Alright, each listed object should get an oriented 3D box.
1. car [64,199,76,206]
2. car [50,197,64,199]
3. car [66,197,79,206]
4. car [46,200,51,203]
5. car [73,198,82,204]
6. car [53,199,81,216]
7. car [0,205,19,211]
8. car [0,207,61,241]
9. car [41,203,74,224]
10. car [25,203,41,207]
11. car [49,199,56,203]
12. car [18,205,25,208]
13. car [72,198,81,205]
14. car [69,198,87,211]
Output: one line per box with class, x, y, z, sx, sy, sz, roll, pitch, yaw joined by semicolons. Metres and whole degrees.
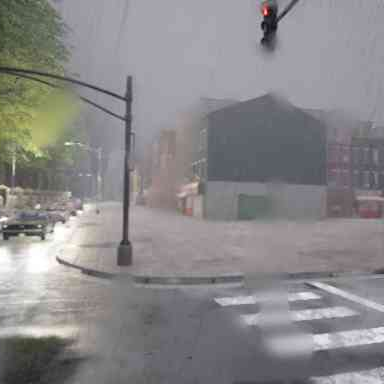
car;-24.411;2.095;66.745;1.752;1.417;4.829;3;-1;-15
car;-18.711;1.625;45.882;2.192;1.841;5.009;3;-1;-15
car;-25.880;1.958;72.173;2.192;1.841;5.009;3;-1;-15
car;-14.422;1.706;30.102;1.947;1.339;4.313;3;-1;-15
car;-30.193;2.423;87.939;2.008;1.369;4.403;3;-2;-15
car;-13.314;1.788;35.662;1.812;1.442;4.674;2;-1;-15
car;-11.139;1.574;17.953;2.008;1.369;4.403;3;-1;-15
car;-8.345;1.685;17.394;1.895;1.301;4.718;2;-1;-15
car;-10.773;1.769;26.280;1.895;1.301;4.718;2;-1;-15
car;-12.989;1.640;24.844;2.008;1.369;4.403;3;-1;-15
car;-17.290;1.833;40.618;1.802;1.307;4.206;3;-1;-15
car;-11.680;1.565;19.852;1.752;1.417;4.829;3;-1;-15
car;-28.713;2.315;82.519;1.752;1.417;4.829;3;-2;-15
car;-16.430;1.918;47.301;1.812;1.442;4.674;2;-1;-15
